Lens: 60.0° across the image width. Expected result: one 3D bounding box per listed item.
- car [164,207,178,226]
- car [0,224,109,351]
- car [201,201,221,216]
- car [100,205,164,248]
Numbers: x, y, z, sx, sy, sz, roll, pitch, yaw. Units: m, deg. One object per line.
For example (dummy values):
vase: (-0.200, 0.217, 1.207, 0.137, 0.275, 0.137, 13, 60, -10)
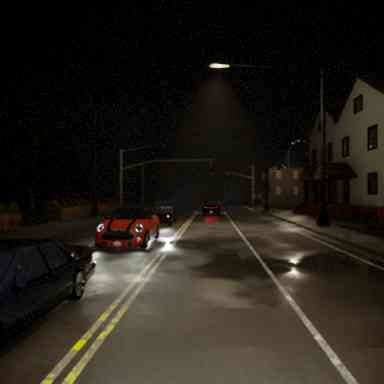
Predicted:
car: (-2.231, 1.781, 25.135, 1.895, 1.301, 4.718, 0, 0, 3)
car: (-3.348, 1.588, 5.852, 2.033, 1.411, 5.357, 0, 0, 3)
car: (2.082, 1.766, 35.896, 1.837, 1.490, 4.892, 0, 0, 3)
car: (-2.805, 1.461, 15.292, 2.097, 1.767, 4.553, 0, 0, 3)
